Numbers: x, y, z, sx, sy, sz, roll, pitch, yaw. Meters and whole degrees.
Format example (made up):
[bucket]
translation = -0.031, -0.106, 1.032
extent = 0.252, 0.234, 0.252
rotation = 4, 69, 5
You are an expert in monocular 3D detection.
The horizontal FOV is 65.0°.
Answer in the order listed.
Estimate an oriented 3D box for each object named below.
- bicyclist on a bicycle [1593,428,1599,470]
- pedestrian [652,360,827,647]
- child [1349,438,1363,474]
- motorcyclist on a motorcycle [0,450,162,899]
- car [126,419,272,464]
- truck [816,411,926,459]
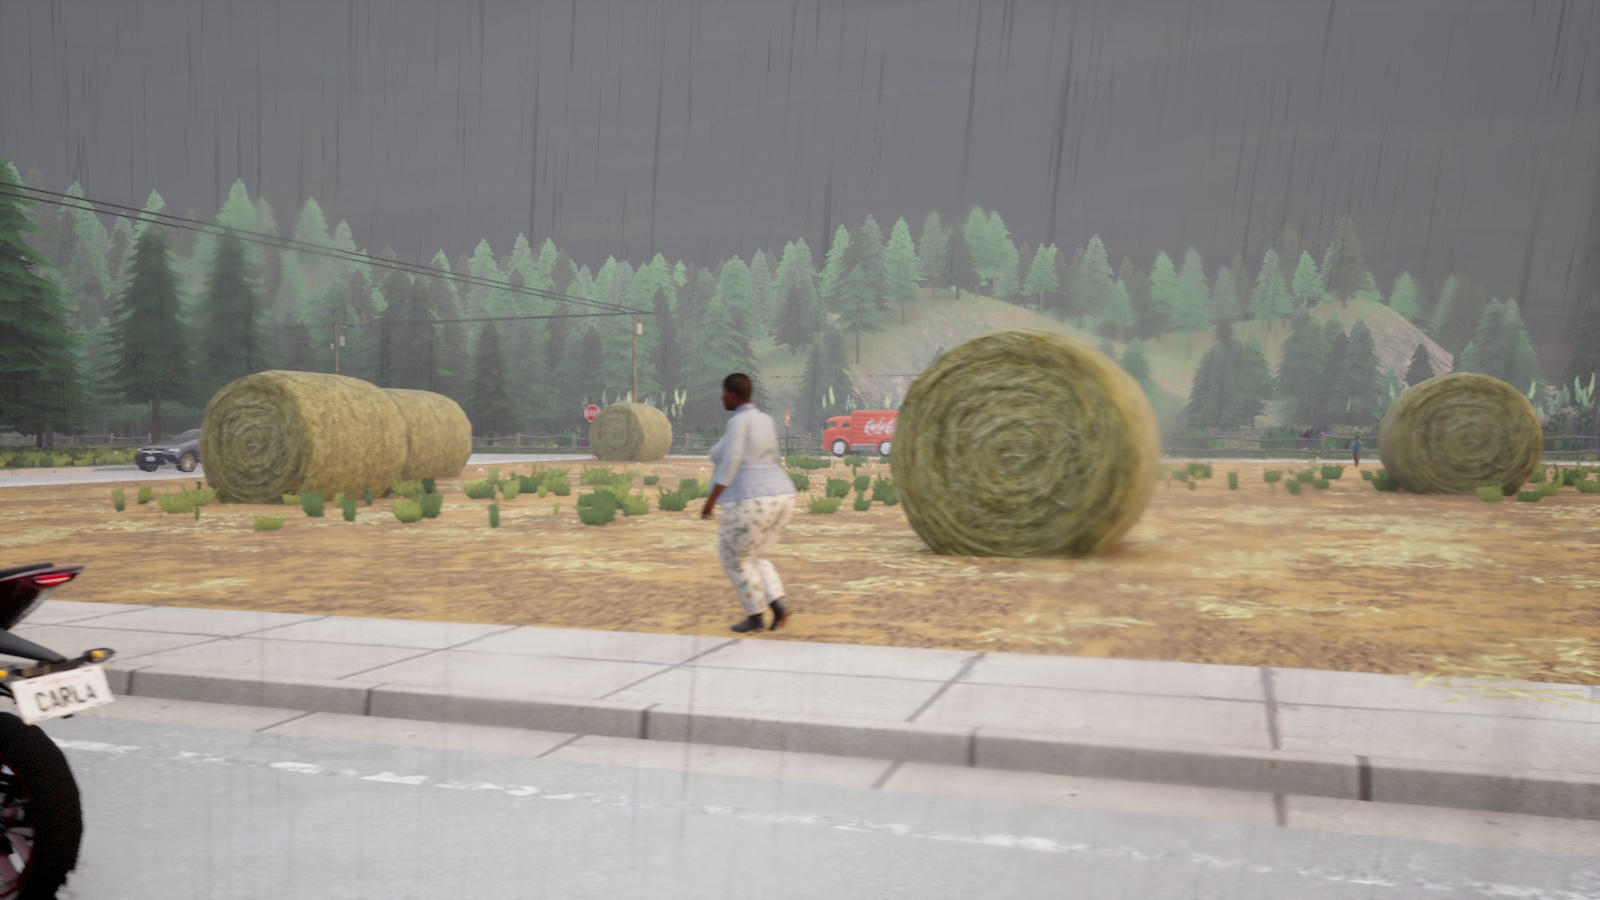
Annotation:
[bicyclist on a bicycle]
translation = 34.702, -0.050, 53.102
extent = 1.843, 1.776, 0.659
rotation = 1, 1, 22
[pedestrian]
translation = -0.403, 0.333, 8.694
extent = 0.900, 1.855, 0.874
rotation = 1, 1, 25
[child]
translation = 18.867, 0.200, 42.603
extent = 0.343, 1.192, 0.448
rotation = 1, 1, 31
[motorcyclist on a motorcycle]
translation = -3.414, 0.768, 4.342
extent = 2.191, 1.530, 0.866
rotation = 1, 1, 19
[car]
translation = -23.106, -0.347, 48.541
extent = 2.152, 1.651, 5.027
rotation = 1, 1, 20
[truck]
translation = 3.742, -0.805, 65.866
extent = 5.204, 2.467, 2.627
rotation = 1, 1, 22
